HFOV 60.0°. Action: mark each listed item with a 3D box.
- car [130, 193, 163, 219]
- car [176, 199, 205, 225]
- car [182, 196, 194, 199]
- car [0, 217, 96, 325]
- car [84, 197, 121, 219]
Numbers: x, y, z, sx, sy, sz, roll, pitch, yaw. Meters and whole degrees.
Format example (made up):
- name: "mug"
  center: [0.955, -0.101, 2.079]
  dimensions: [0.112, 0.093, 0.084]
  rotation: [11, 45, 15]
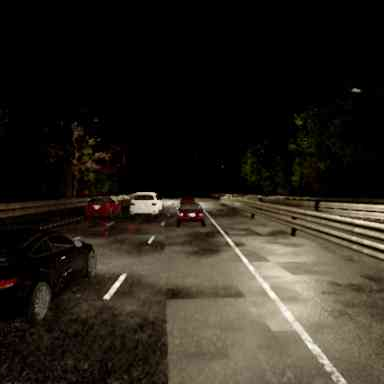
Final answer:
- name: "car"
  center: [-3.689, 1.073, 27.454]
  dimensions: [2.150, 2.045, 5.566]
  rotation: [0, 0, -1]
- name: "car"
  center: [-0.100, 1.422, 22.621]
  dimensions: [2.033, 1.411, 5.357]
  rotation: [0, 0, -1]
- name: "car"
  center: [-0.530, 1.262, 41.638]
  dimensions: [1.882, 1.535, 5.008]
  rotation: [0, 0, -2]
- name: "car"
  center: [-3.433, 1.486, 6.887]
  dimensions: [1.812, 1.442, 4.674]
  rotation: [0, 0, 0]
- name: "car"
  center: [-7.186, 1.206, 27.105]
  dimensions: [2.097, 1.767, 4.553]
  rotation: [0, 0, -1]
